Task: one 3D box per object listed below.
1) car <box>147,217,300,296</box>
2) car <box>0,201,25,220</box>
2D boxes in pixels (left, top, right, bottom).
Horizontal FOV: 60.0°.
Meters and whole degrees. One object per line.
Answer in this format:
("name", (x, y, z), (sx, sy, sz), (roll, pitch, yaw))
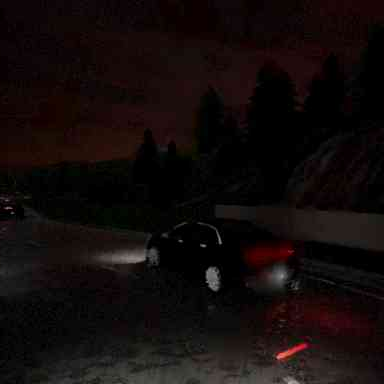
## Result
("car", (0.475, 1.423, 8.632), (1.837, 1.490, 4.892), (0, 0, -32))
("car", (-15.936, 1.534, 29.220), (2.128, 1.511, 4.902), (-1, 1, -32))
